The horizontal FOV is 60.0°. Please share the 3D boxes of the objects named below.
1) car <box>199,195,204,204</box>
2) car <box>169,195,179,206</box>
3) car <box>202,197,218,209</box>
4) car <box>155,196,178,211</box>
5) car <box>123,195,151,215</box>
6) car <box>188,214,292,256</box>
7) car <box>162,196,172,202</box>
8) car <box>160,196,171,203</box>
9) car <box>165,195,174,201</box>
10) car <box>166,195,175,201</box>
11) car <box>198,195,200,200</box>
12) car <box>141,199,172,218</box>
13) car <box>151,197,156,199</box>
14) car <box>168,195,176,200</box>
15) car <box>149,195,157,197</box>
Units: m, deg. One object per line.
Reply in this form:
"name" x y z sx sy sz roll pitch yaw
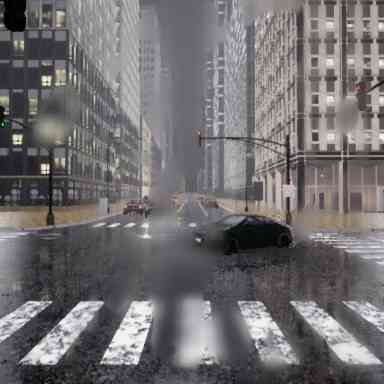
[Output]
"car" 2.654 1.546 56.362 1.752 1.417 4.829 1 0 0
"car" -3.132 1.372 52.021 2.097 1.767 4.553 0 0 0
"car" 2.662 1.599 45.037 1.802 1.307 4.206 1 0 0
"car" -3.131 1.562 39.879 2.033 1.411 5.357 0 0 0
"car" -5.705 1.452 33.817 1.967 1.590 4.097 1 0 0
"car" 1.948 1.567 13.129 4.181 1.385 1.994 0 0 -31
"car" -5.747 1.581 78.418 2.008 1.369 4.403 1 0 0
"car" -5.742 1.572 72.843 1.887 1.381 4.507 1 0 0
"car" -5.753 1.577 83.993 1.887 1.381 4.507 1 0 0
"car" -5.758 1.586 89.568 2.008 1.369 4.403 1 0 0
"car" 2.648 1.589 61.769 1.947 1.339 4.313 1 0 0
"car" -3.126 1.612 30.313 1.895 1.301 4.718 0 0 0
"car" -5.713 1.596 39.392 1.802 1.307 4.206 1 0 0
"car" -5.763 1.603 95.144 1.947 1.339 4.313 1 0 0
"car" -5.712 1.332 44.967 2.192 1.841 5.009 1 0 0
